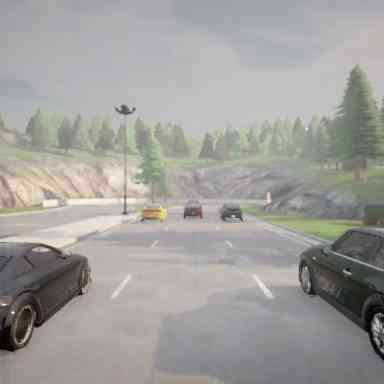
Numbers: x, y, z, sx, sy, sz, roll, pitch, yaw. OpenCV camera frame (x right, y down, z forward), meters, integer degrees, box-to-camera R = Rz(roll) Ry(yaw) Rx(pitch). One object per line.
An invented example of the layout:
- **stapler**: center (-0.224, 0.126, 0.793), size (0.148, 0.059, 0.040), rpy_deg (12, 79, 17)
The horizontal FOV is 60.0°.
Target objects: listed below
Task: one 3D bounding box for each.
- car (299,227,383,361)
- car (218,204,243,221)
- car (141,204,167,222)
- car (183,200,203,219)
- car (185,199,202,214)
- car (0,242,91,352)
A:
- **car**: center (3.602, 1.424, 6.115), size (2.097, 1.767, 4.553), rpy_deg (0, -1, 0)
- **car**: center (3.616, 1.871, 31.468), size (1.837, 1.490, 4.892), rpy_deg (0, -1, 0)
- **car**: center (-3.384, 1.829, 30.194), size (1.882, 1.535, 5.008), rpy_deg (0, -1, 0)
- **car**: center (0.111, 1.875, 34.107), size (1.882, 1.535, 5.008), rpy_deg (0, 0, 0)
- **car**: center (0.242, 1.860, 43.677), size (2.097, 1.767, 4.553), rpy_deg (0, -1, 2)
- **car**: center (-3.398, 1.639, 6.305), size (1.994, 1.385, 4.181), rpy_deg (0, -1, 0)
